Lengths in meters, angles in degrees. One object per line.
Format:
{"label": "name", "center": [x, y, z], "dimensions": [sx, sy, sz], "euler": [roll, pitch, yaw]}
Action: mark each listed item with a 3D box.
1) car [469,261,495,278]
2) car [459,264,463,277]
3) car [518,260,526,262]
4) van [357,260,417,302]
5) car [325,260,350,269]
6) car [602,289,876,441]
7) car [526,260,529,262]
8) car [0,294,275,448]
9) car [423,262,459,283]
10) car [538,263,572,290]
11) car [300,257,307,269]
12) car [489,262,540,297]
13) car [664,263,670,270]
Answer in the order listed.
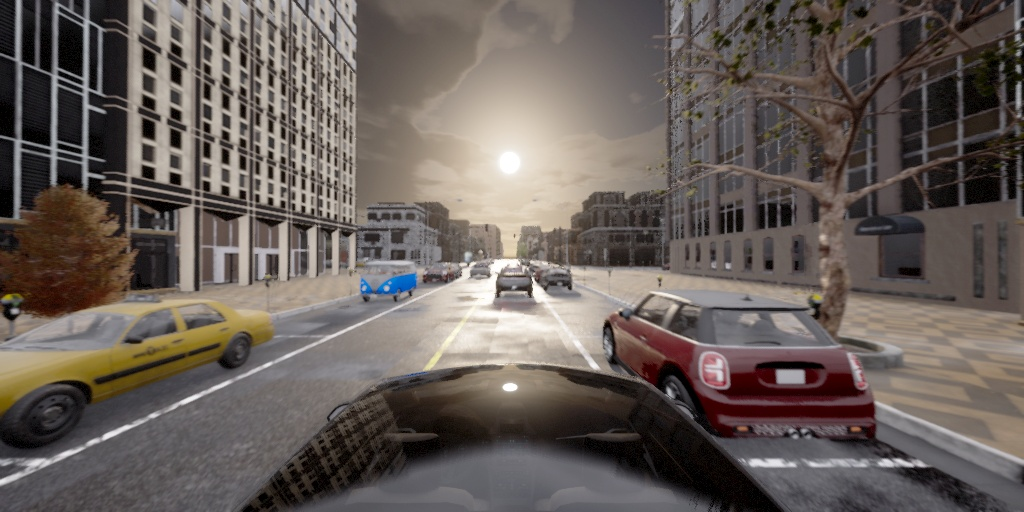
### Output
{"label": "car", "center": [-3.015, 1.411, 35.125], "dimensions": [1.895, 1.301, 4.718], "euler": [0, 0, 1]}
{"label": "car", "center": [-5.677, 1.358, 33.889], "dimensions": [2.007, 1.370, 4.403], "euler": [0, 0, 0]}
{"label": "car", "center": [0.114, 1.375, 36.417], "dimensions": [1.994, 1.385, 4.181], "euler": [0, 0, 0]}
{"label": "van", "center": [-5.684, 1.119, 16.813], "dimensions": [1.690, 1.789, 3.998], "euler": [0, 0, 0]}
{"label": "car", "center": [-25.395, 1.266, 51.975], "dimensions": [4.403, 1.370, 2.007], "euler": [0, 0, 1]}
{"label": "car", "center": [2.692, 1.196, 5.409], "dimensions": [1.967, 1.591, 4.097], "euler": [0, 0, 0]}
{"label": "car", "center": [2.706, 1.367, 39.560], "dimensions": [2.007, 1.370, 4.403], "euler": [0, 0, 0]}
{"label": "car", "center": [-5.689, 1.283, 5.258], "dimensions": [1.751, 1.417, 4.829], "euler": [0, 0, 0]}
{"label": "car", "center": [-5.679, 1.238, 28.197], "dimensions": [1.967, 1.591, 4.097], "euler": [0, 0, 0]}
{"label": "car", "center": [2.699, 1.337, 22.484], "dimensions": [2.007, 1.370, 4.403], "euler": [0, 0, 0]}
{"label": "car", "center": [-30.931, 1.007, 52.062], "dimensions": [5.009, 1.841, 2.192], "euler": [0, 0, 1]}
{"label": "car", "center": [0.107, 1.272, 19.176], "dimensions": [2.128, 1.511, 4.902], "euler": [0, 0, 0]}
{"label": "car", "center": [23.662, 1.515, 51.165], "dimensions": [4.207, 1.307, 1.802], "euler": [0, 0, 1]}
